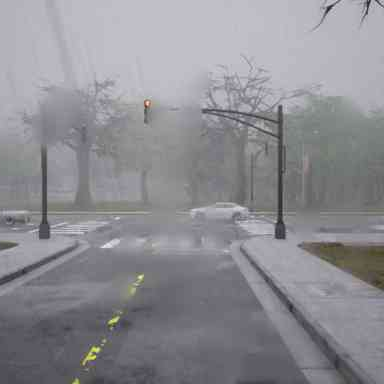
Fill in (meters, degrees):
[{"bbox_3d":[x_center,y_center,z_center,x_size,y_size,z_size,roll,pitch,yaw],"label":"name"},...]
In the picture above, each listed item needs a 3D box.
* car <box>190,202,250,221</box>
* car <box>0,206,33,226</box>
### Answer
[{"bbox_3d":[2.190,1.528,26.366,4.674,1.442,1.812,0,0,0],"label":"car"},{"bbox_3d":[-13.643,1.589,22.932,4.718,1.301,1.895,0,0,0],"label":"car"}]
